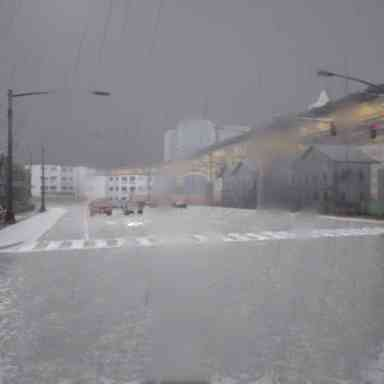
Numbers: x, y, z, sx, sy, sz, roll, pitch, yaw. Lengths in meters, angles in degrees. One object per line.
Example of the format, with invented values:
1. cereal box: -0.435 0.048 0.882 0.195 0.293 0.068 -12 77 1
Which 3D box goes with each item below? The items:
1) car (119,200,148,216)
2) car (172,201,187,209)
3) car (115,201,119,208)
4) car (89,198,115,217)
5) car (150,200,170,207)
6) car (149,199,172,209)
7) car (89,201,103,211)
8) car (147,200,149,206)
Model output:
1. car: -6.839 1.966 38.444 2.128 1.511 4.902 0 -1 -18
2. car: -2.351 2.236 58.656 1.994 1.385 4.181 0 -1 -20
3. car: -12.904 2.226 57.289 2.128 1.511 4.902 0 -1 -21
4. car: -10.384 1.713 38.027 2.150 2.045 5.566 0 -1 -18
5. car: -6.551 2.326 67.725 1.812 1.442 4.674 0 -1 -35
6. car: -5.478 2.025 57.032 2.097 1.767 4.553 0 -1 -20
7. car: -16.162 2.289 56.011 1.812 1.442 4.674 0 -1 -21
8. car: -9.520 2.288 65.870 2.128 1.511 4.902 0 -1 -35
